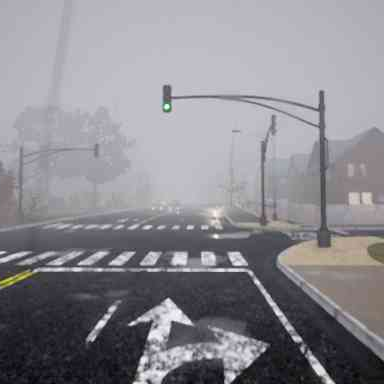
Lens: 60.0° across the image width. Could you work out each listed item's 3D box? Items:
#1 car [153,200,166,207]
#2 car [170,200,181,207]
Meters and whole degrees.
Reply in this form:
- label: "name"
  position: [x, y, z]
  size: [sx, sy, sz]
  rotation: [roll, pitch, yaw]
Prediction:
- label: "car"
  position: [-6.489, 2.266, 66.662]
  size: [1.882, 1.535, 5.008]
  rotation: [0, -1, 5]
- label: "car"
  position: [-3.254, 2.301, 66.351]
  size: [1.812, 1.442, 4.674]
  rotation: [0, -1, 5]
